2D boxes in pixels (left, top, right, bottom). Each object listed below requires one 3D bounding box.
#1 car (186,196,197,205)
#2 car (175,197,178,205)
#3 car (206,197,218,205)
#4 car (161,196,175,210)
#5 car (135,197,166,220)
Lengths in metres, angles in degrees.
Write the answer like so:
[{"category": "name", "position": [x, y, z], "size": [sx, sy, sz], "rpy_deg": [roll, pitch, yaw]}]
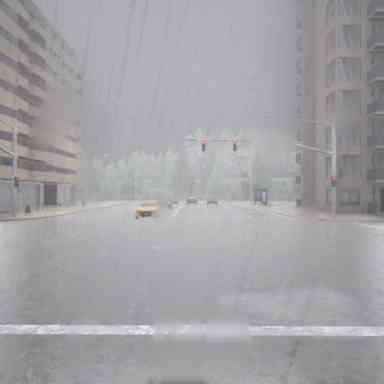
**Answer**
[{"category": "car", "position": [-0.031, 1.526, 60.129], "size": [1.812, 1.442, 4.674], "rpy_deg": [0, 0, 0]}, {"category": "car", "position": [-3.532, 1.564, 60.357], "size": [1.837, 1.490, 4.892], "rpy_deg": [0, 0, 0]}, {"category": "car", "position": [3.603, 1.547, 59.488], "size": [2.033, 1.411, 5.357], "rpy_deg": [0, 0, 2]}, {"category": "car", "position": [-3.617, 1.353, 42.342], "size": [2.097, 1.767, 4.553], "rpy_deg": [0, 0, 0]}, {"category": "car", "position": [-3.616, 1.477, 28.339], "size": [1.882, 1.535, 5.008], "rpy_deg": [0, 0, 0]}]
